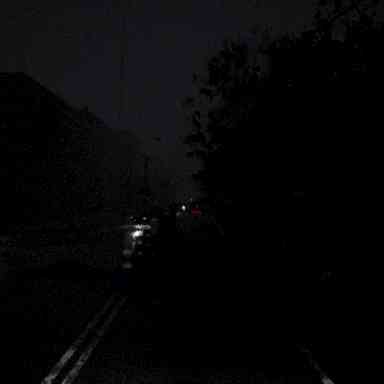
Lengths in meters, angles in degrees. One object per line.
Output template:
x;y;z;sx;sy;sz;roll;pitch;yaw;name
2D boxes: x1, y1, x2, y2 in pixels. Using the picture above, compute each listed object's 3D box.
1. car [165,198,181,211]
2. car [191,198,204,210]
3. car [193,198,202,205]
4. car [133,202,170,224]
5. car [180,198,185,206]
-2.817;1.823;42.061;1.994;1.385;4.181;0;0;1;car
0.796;1.794;49.337;1.837;1.490;4.892;0;0;1;car
1.193;1.941;70.631;1.895;1.301;4.718;0;0;1;car
-3.312;1.756;26.424;1.994;1.385;4.181;0;0;5;car
-2.250;1.808;62.519;1.882;1.535;5.008;0;0;2;car
